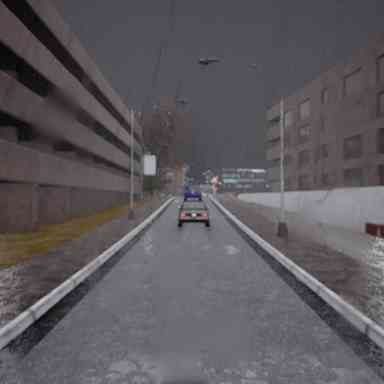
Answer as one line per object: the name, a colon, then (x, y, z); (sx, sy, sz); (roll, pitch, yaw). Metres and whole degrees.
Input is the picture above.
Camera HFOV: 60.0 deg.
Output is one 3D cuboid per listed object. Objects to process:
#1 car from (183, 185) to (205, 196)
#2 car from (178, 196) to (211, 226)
car: (0.111, 0.089, 41.974); (2.150, 2.045, 5.566); (0, 1, 0)
car: (0.104, 1.216, 20.498); (2.033, 1.411, 5.357); (0, 2, 0)
